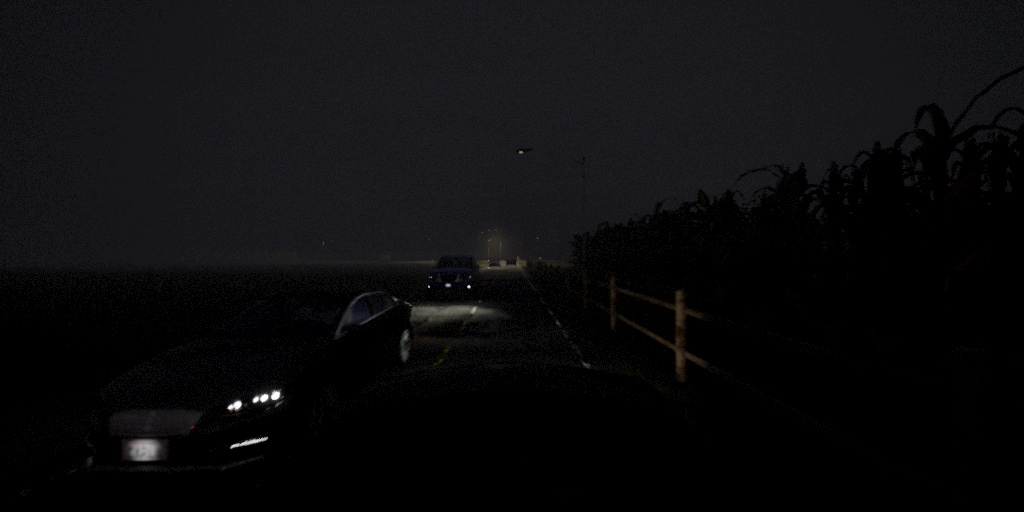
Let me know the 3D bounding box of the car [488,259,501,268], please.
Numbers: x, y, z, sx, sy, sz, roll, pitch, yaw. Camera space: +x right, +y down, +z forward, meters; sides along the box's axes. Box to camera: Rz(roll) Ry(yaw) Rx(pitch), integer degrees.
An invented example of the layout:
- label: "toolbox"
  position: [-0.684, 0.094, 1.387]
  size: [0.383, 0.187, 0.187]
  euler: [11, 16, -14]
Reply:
- label: "car"
  position: [-2.931, 1.204, 60.960]
  size: [1.812, 1.442, 4.674]
  euler: [0, 0, 0]

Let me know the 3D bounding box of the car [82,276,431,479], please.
- label: "car"
  position: [-2.854, 1.241, 5.232]
  size: [2.128, 1.511, 4.902]
  euler: [0, 0, 0]

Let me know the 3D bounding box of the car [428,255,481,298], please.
- label: "car"
  position: [-2.874, 0.953, 18.830]
  size: [2.150, 2.045, 5.566]
  euler: [0, 0, 0]

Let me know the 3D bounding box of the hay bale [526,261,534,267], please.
- label: "hay bale"
  position: [2.987, 1.326, 60.066]
  size: [1.220, 1.180, 1.240]
  euler: [0, 0, 0]

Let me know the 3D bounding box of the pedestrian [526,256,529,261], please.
- label: "pedestrian"
  position: [2.683, 0.962, 61.173]
  size: [0.375, 1.860, 0.375]
  euler: [-1, 1, 1]
